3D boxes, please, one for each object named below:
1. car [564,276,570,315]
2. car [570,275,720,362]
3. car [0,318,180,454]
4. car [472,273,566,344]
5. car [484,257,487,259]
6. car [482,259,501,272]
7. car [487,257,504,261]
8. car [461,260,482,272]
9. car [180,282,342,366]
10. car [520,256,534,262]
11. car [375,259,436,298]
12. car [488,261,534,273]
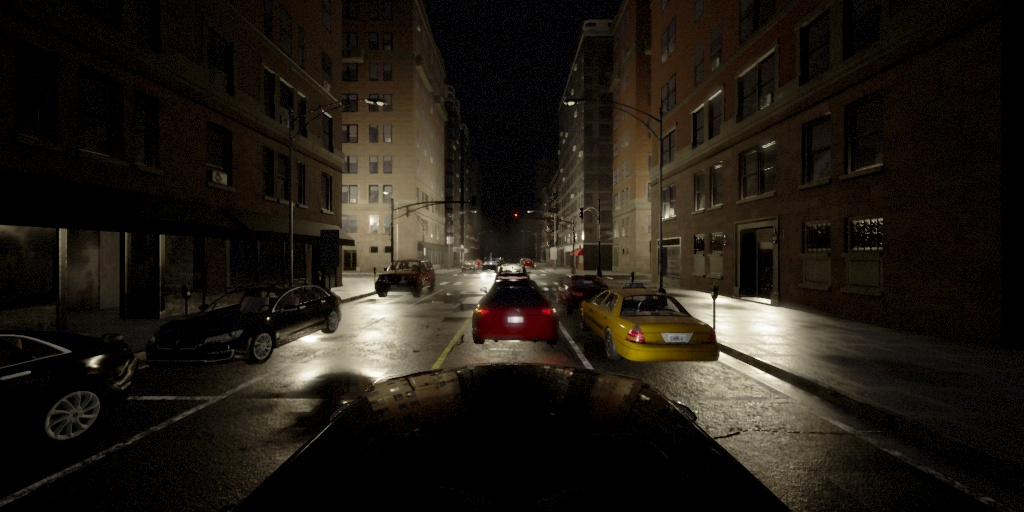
[{"bbox_3d":[2.659,1.330,13.301,1.802,1.307,4.207,0,0,0],"label":"car"},{"bbox_3d":[2.648,1.275,8.059,1.751,1.417,4.829,0,0,0],"label":"car"},{"bbox_3d":[-5.388,1.300,2.501,2.007,1.370,4.403,0,0,0],"label":"car"},{"bbox_3d":[0.082,1.313,9.571,1.994,1.385,4.181,0,0,0],"label":"car"},{"bbox_3d":[-5.279,1.264,55.941,1.751,1.417,4.829,0,0,0],"label":"car"},{"bbox_3d":[-2.762,1.343,45.481,1.895,1.301,4.718,0,0,0],"label":"car"},{"bbox_3d":[-2.708,1.227,61.330,2.128,1.511,4.902,0,0,0],"label":"car"},{"bbox_3d":[-5.301,1.293,45.203,2.007,1.370,4.403,0,0,0],"label":"car"},{"bbox_3d":[-5.377,1.300,7.914,2.007,1.370,4.403,0,0,0],"label":"car"},{"bbox_3d":[2.757,1.176,61.541,1.967,1.591,4.097,0,0,0],"label":"car"},{"bbox_3d":[-5.355,1.062,18.739,2.192,1.841,5.009,0,0,0],"label":"car"},{"bbox_3d":[0.035,1.239,19.440,2.128,1.511,4.902,0,0,0],"label":"car"}]
